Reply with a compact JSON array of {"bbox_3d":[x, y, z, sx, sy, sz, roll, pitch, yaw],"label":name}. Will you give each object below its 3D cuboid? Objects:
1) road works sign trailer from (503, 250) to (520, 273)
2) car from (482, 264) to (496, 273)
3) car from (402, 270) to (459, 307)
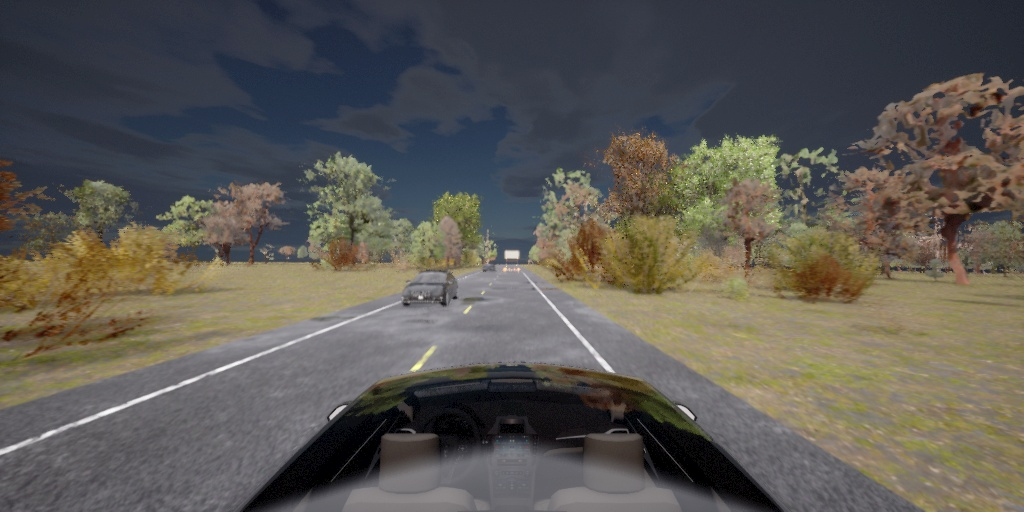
[{"bbox_3d":[0.004,0.821,55.690,2.380,3.560,2.880,0,0,0],"label":"road works sign trailer"},{"bbox_3d":[-3.554,1.934,56.787,1.994,1.385,4.181,0,-1,0],"label":"car"},{"bbox_3d":[-3.599,1.411,16.531,1.837,1.490,4.892,0,-1,0],"label":"car"}]
